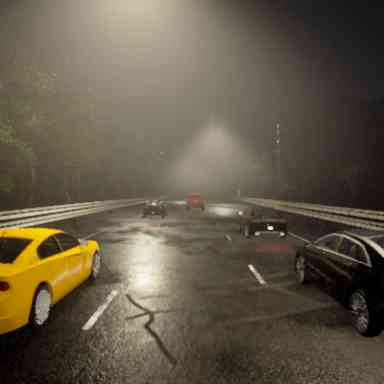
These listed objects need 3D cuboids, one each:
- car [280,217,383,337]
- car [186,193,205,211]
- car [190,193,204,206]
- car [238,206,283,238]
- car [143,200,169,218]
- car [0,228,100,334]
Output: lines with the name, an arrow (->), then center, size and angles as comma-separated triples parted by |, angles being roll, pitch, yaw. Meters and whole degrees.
car -> 3.511, 1.495, 6.615 | 2.128, 1.511, 4.902 | 0, 0, 0
car -> 0.436, 1.224, 41.851 | 2.150, 2.045, 5.566 | 0, 0, 1
car -> 0.847, 1.223, 55.784 | 2.150, 2.045, 5.566 | 0, 0, 1
car -> 3.576, 1.483, 17.570 | 1.882, 1.535, 5.008 | 0, 0, 0
car -> -3.178, 1.496, 29.821 | 2.128, 1.511, 4.902 | 0, 0, 1
car -> -3.381, 1.479, 6.889 | 1.882, 1.535, 5.008 | 0, 0, 0
